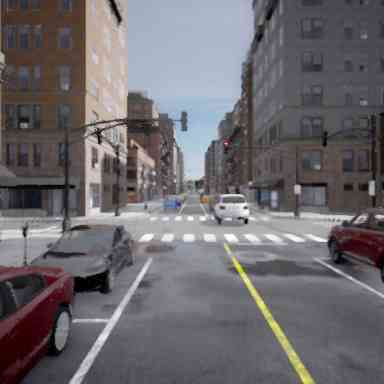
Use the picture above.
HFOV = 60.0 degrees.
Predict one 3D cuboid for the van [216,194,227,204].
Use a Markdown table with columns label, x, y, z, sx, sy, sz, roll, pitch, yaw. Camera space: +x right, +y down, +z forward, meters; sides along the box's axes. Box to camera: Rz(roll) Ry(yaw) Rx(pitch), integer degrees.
| label | x | y | z | sx | sy | sz | roll | pitch | yaw |
| --- | --- | --- | --- | --- | --- | --- | --- | --- | --- |
| van | 5.529 | 1.292 | 62.414 | 1.690 | 1.788 | 3.998 | 0 | 0 | 0 |

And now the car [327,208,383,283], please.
| label | x | y | z | sx | sy | sz | roll | pitch | yaw |
| --- | --- | --- | --- | --- | --- | --- | --- | --- | --- |
| car | 5.397 | 1.315 | 8.825 | 2.192 | 1.841 | 5.009 | 0 | 0 | 0 |

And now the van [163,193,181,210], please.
| label | x | y | z | sx | sy | sz | roll | pitch | yaw |
| --- | --- | --- | --- | --- | --- | --- | --- | --- | --- |
| van | -2.601 | 1.302 | 40.800 | 1.690 | 1.788 | 3.998 | 0 | 0 | 0 |

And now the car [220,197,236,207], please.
| label | x | y | z | sx | sy | sz | roll | pitch | yaw |
| --- | --- | --- | --- | --- | --- | --- | --- | --- | --- |
| car | 5.523 | 1.512 | 51.602 | 2.008 | 1.369 | 4.403 | 0 | 0 | 0 |

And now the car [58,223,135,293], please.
| label | x | y | z | sx | sy | sz | roll | pitch | yaw |
| --- | --- | --- | --- | --- | --- | --- | --- | --- | --- |
| car | -2.628 | 1.556 | 8.837 | 1.947 | 1.339 | 4.313 | 0 | 0 | 0 |

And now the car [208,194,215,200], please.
| label | x | y | z | sx | sy | sz | roll | pitch | yaw |
| --- | --- | --- | --- | --- | --- | --- | --- | --- | --- |
| car | 5.547 | 1.358 | 94.852 | 1.967 | 1.590 | 4.097 | 0 | 0 | 0 |

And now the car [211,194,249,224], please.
| label | x | y | z | sx | sy | sz | roll | pitch | yaw |
| --- | --- | --- | --- | --- | --- | --- | --- | --- | --- |
| car | 2.820 | 1.198 | 24.681 | 2.150 | 2.045 | 5.566 | 0 | 0 | 1 |

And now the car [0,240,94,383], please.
| label | x | y | z | sx | sy | sz | roll | pitch | yaw |
| --- | --- | --- | --- | --- | --- | --- | --- | --- | --- |
| car | -2.636 | 1.539 | 3.326 | 1.887 | 1.381 | 4.507 | 0 | 0 | 0 |

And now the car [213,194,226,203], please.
| label | x | y | z | sx | sy | sz | roll | pitch | yaw |
| --- | --- | --- | --- | --- | --- | --- | --- | --- | --- |
| car | 5.532 | 1.260 | 67.821 | 2.192 | 1.841 | 5.009 | 0 | 0 | 0 |

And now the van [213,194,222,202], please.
| label | x | y | z | sx | sy | sz | roll | pitch | yaw |
| --- | --- | --- | --- | --- | --- | --- | --- | --- | --- |
| van | 5.535 | 1.281 | 73.227 | 1.690 | 1.788 | 3.998 | 0 | 0 | 0 |

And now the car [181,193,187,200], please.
| label | x | y | z | sx | sy | sz | roll | pitch | yaw |
| --- | --- | --- | --- | --- | --- | --- | --- | --- | --- |
| car | -2.545 | 1.455 | 73.069 | 1.752 | 1.417 | 4.829 | 0 | 0 | 0 |

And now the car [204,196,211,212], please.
| label | x | y | z | sx | sy | sz | roll | pitch | yaw |
| --- | --- | --- | --- | --- | --- | --- | --- | --- | --- |
| car | 2.839 | 1.518 | 38.410 | 2.033 | 1.411 | 5.357 | 0 | 0 | 1 |

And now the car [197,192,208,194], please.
| label | x | y | z | sx | sy | sz | roll | pitch | yaw |
| --- | --- | --- | --- | --- | --- | --- | --- | --- | --- |
| car | 2.860 | 0.991 | 76.032 | 2.150 | 2.045 | 5.566 | 0 | 0 | 0 |

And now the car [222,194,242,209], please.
| label | x | y | z | sx | sy | sz | roll | pitch | yaw |
| --- | --- | --- | --- | --- | --- | --- | --- | --- | --- |
| car | 5.520 | 1.281 | 46.196 | 2.192 | 1.841 | 5.009 | 0 | 0 | 0 |

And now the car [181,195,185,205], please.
| label | x | y | z | sx | sy | sz | roll | pitch | yaw |
| --- | --- | --- | --- | --- | --- | --- | --- | --- | --- |
| car | -2.582 | 1.517 | 51.613 | 1.947 | 1.339 | 4.313 | 0 | 0 | 0 |

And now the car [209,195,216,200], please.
| label | x | y | z | sx | sy | sz | roll | pitch | yaw |
| --- | --- | --- | --- | --- | --- | --- | --- | --- | --- |
| car | 5.544 | 1.449 | 89.616 | 1.752 | 1.417 | 4.829 | 0 | 0 | 0 |

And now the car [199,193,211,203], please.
| label | x | y | z | sx | sy | sz | roll | pitch | yaw |
| --- | --- | --- | --- | --- | --- | --- | --- | --- | --- |
| car | 2.844 | 1.421 | 65.584 | 1.882 | 1.535 | 5.008 | 0 | 0 | 0 |
